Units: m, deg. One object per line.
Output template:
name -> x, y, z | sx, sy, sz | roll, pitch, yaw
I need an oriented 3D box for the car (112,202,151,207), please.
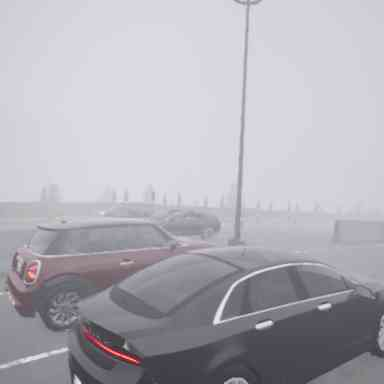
car -> -4.519, 1.451, 22.256 | 4.553, 1.767, 2.097 | 2, -1, -35

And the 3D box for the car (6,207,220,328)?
car -> -1.313, 1.348, 7.106 | 4.553, 1.767, 2.097 | 0, 0, -35

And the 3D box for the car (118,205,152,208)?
car -> -0.834, 1.579, 16.287 | 4.902, 1.511, 2.128 | 2, -1, -35

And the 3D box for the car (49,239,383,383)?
car -> 0.947, 1.500, 4.419 | 4.892, 1.490, 1.837 | 0, 0, -35

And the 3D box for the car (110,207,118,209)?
car -> -3.734, 1.659, 18.519 | 4.718, 1.301, 1.895 | 2, -1, -35
